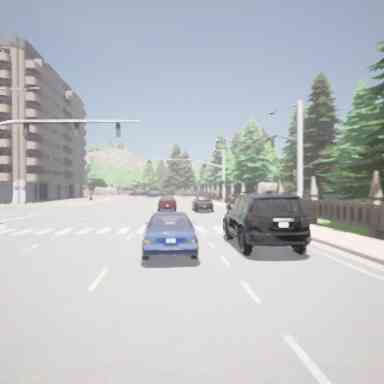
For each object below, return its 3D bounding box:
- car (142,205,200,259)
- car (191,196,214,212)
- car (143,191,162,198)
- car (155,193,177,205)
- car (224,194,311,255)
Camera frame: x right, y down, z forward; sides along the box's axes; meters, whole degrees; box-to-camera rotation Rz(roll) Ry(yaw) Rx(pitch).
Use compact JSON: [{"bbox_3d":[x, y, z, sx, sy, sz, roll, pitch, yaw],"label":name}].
[{"bbox_3d":[-0.797,1.429,12.093,2.033,1.411,5.357,0,1,-4],"label":"car"},{"bbox_3d":[1.027,1.155,33.610,2.128,1.511,4.902,-1,1,-4],"label":"car"},{"bbox_3d":[-10.429,0.706,87.269,1.812,1.442,4.674,-1,1,-31],"label":"car"},{"bbox_3d":[-2.583,1.157,34.875,1.882,1.535,5.008,-1,1,-4],"label":"car"},{"bbox_3d":[2.649,1.079,12.912,2.150,2.045,5.566,0,1,-4],"label":"car"}]
